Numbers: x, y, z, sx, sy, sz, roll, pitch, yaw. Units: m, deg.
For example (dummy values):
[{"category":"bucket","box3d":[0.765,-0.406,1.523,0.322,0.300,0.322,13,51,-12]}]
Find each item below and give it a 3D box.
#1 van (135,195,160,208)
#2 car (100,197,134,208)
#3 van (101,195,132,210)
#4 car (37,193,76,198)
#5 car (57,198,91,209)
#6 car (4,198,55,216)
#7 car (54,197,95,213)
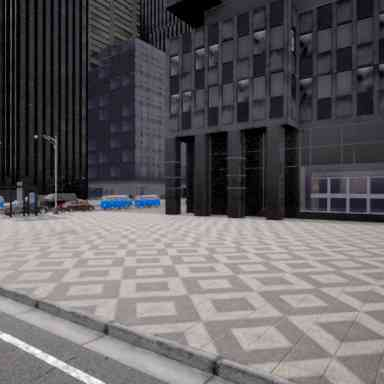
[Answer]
[{"category":"van","box3d":[-6.084,1.330,45.778,1.690,1.788,3.998,0,0,35]},{"category":"car","box3d":[-11.024,1.477,48.929,1.837,1.490,4.892,0,0,36]},{"category":"van","box3d":[-9.376,1.332,41.153,1.690,1.788,3.998,0,0,35]},{"category":"car","box3d":[-16.713,1.198,40.950,2.150,2.045,5.566,0,0,35]},{"category":"car","box3d":[-16.323,1.548,46.097,1.802,1.307,4.206,0,0,35]},{"category":"car","box3d":[-15.963,1.549,31.903,2.008,1.369,4.403,0,0,35]},{"category":"car","box3d":[-12.670,1.576,36.528,1.802,1.307,4.206,0,0,35]}]
